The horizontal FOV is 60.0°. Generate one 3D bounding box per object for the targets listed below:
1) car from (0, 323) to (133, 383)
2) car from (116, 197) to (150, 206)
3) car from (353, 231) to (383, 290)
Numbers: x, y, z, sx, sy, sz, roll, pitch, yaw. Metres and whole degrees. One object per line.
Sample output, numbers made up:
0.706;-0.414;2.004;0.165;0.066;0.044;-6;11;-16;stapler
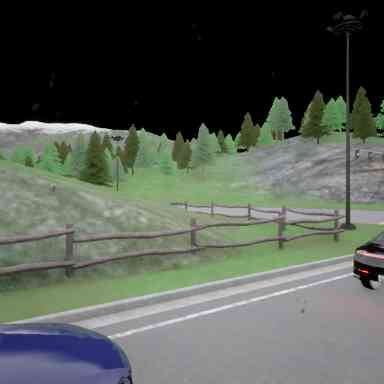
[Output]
-2.605;1.526;1.923;4.674;1.442;1.812;0;0;-35;car
-8.981;1.504;52.593;4.892;1.490;1.837;0;0;13;car
5.761;1.491;7.857;4.902;1.511;2.128;0;0;-35;car
